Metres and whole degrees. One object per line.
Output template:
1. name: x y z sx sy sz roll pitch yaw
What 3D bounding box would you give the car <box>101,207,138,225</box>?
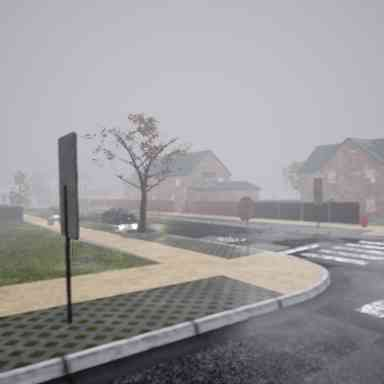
1. car: -6.367 2.022 29.067 1.994 1.385 4.181 -2 0 -36

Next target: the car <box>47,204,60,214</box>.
1. car: -18.683 2.377 46.318 1.895 1.301 4.718 -2 0 -36
